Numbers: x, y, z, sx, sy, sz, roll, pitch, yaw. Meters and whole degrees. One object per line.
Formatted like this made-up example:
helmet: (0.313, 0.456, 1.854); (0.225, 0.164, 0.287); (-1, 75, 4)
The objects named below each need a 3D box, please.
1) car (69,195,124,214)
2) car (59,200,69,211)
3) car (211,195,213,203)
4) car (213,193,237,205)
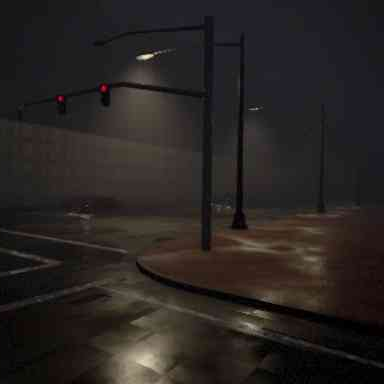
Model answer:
car: (-8.159, 1.127, 29.740); (1.812, 1.442, 4.674); (1, 1, 36)
car: (-10.471, 1.021, 32.497); (1.882, 1.535, 5.008); (1, 1, 35)
car: (3.488, 1.107, 51.951); (1.994, 1.385, 4.181); (1, 1, 36)
car: (5.576, 0.951, 48.861); (2.097, 1.767, 4.553); (1, 1, 36)
